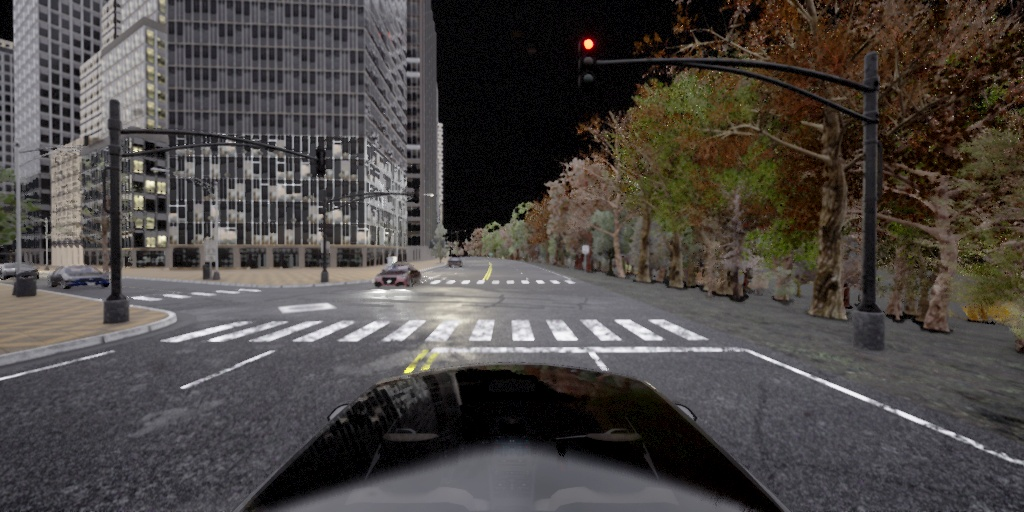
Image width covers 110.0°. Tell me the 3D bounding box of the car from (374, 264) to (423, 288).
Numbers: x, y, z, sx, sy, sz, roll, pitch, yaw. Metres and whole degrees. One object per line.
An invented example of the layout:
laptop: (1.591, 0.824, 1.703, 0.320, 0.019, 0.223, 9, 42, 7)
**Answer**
car: (-6.755, 1.177, 21.616, 1.994, 1.385, 4.181, 0, 1, -1)

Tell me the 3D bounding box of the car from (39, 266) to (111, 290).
car: (-27.586, 1.323, 22.798, 5.357, 1.411, 2.033, 0, 0, 28)

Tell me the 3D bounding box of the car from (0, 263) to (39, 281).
car: (-42.813, 1.341, 31.058, 4.892, 1.490, 1.837, 0, 0, 29)

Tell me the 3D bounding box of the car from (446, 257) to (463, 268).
car: (-7.803, 0.900, 49.124, 2.033, 1.411, 5.357, 0, 0, -3)
